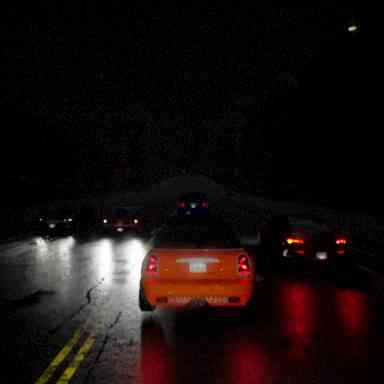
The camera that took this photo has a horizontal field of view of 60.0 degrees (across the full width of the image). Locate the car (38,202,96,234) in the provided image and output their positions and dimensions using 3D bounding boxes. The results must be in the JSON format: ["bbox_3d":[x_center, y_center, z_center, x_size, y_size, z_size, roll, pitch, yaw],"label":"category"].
[{"bbox_3d":[-6.607,1.313,18.156,2.128,1.511,4.902,0,1,0],"label":"car"}]

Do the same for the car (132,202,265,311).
[{"bbox_3d":[0.095,1.277,7.742,2.097,1.767,4.553,0,1,0],"label":"car"}]

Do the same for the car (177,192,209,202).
[{"bbox_3d":[0.088,0.980,24.222,2.150,2.045,5.566,0,1,0],"label":"car"}]

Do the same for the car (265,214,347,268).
[{"bbox_3d":[3.351,1.421,10.784,1.812,1.442,4.674,0,1,1],"label":"car"}]

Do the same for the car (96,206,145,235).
[{"bbox_3d":[-3.357,1.426,17.741,1.895,1.301,4.718,0,1,0],"label":"car"}]
